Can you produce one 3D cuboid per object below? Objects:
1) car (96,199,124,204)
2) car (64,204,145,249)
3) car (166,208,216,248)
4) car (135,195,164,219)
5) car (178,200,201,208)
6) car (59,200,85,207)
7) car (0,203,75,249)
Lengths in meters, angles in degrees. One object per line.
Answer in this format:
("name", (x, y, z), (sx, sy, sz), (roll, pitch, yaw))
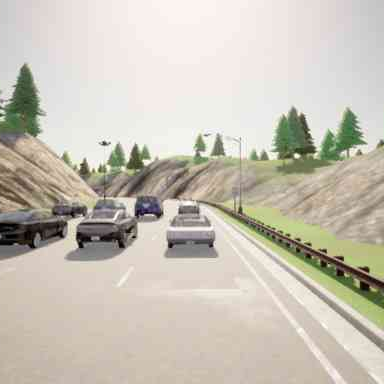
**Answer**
("car", (-7.261, 1.363, 29.538), (2.097, 1.767, 4.553), (0, 0, -1))
("car", (-3.568, 1.492, 14.614), (2.128, 1.511, 4.902), (0, 0, -1))
("car", (-0.069, 1.613, 14.689), (1.895, 1.301, 4.718), (0, 0, -1))
("car", (-3.762, 1.255, 29.643), (2.150, 2.045, 5.566), (0, 0, -1))
("car", (-0.262, 1.493, 29.658), (2.128, 1.511, 4.902), (0, 0, -1))
("car", (-10.761, 1.492, 29.523), (2.128, 1.511, 4.902), (0, 0, -1))
("car", (-7.068, 1.482, 14.569), (1.882, 1.535, 5.008), (0, 0, -1))
